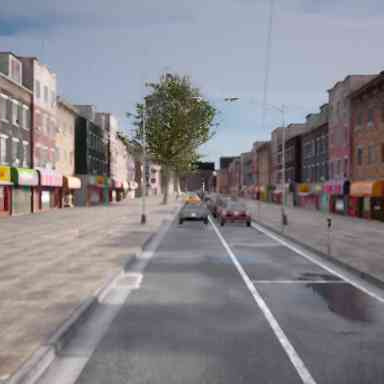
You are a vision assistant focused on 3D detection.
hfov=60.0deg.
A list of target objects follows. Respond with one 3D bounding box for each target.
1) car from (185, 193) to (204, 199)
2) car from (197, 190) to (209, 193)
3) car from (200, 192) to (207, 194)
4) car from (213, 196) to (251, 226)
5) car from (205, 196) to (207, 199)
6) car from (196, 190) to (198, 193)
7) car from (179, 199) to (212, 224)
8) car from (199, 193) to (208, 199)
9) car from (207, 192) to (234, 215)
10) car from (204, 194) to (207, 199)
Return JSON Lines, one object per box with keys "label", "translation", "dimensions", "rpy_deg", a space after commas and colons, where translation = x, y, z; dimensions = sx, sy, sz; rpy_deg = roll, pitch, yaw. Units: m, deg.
{"label": "car", "translation": [0.103, 1.187, 40.661], "dimensions": [1.882, 1.535, 5.008], "rpy_deg": [0, 1, 0]}
{"label": "car", "translation": [2.657, 0.789, 66.184], "dimensions": [2.192, 1.841, 5.009], "rpy_deg": [1, 1, 0]}
{"label": "car", "translation": [2.653, 1.132, 55.105], "dimensions": [2.008, 1.369, 4.403], "rpy_deg": [1, 1, 0]}
{"label": "car", "translation": [2.649, 1.301, 21.856], "dimensions": [1.967, 1.590, 4.097], "rpy_deg": [1, 0, 0]}
{"label": "car", "translation": [2.649, 1.339, 32.940], "dimensions": [1.947, 1.339, 4.313], "rpy_deg": [1, 0, 0]}
{"label": "car", "translation": [2.659, 0.627, 82.806], "dimensions": [2.192, 1.841, 5.009], "rpy_deg": [1, 1, 0]}
{"label": "car", "translation": [0.101, 1.413, 23.364], "dimensions": [1.994, 1.385, 4.181], "rpy_deg": [0, 0, 0]}
{"label": "car", "translation": [2.655, 0.932, 77.268], "dimensions": [1.947, 1.339, 4.313], "rpy_deg": [1, 1, 0]}
{"label": "car", "translation": [2.651, 1.133, 27.397], "dimensions": [2.192, 1.841, 5.009], "rpy_deg": [1, 0, 0]}
{"label": "car", "translation": [2.650, 1.252, 38.651], "dimensions": [1.752, 1.417, 4.829], "rpy_deg": [1, 0, 0]}
